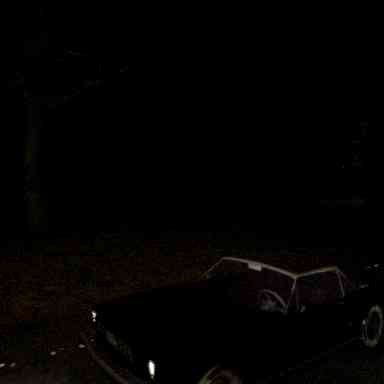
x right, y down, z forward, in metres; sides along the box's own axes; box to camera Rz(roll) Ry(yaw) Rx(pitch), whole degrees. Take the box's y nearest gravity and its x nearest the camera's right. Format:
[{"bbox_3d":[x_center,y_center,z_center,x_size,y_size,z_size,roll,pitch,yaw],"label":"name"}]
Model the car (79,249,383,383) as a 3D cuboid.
[{"bbox_3d":[0.980,1.594,4.688,4.718,1.301,1.895,0,0,-35],"label":"car"}]
